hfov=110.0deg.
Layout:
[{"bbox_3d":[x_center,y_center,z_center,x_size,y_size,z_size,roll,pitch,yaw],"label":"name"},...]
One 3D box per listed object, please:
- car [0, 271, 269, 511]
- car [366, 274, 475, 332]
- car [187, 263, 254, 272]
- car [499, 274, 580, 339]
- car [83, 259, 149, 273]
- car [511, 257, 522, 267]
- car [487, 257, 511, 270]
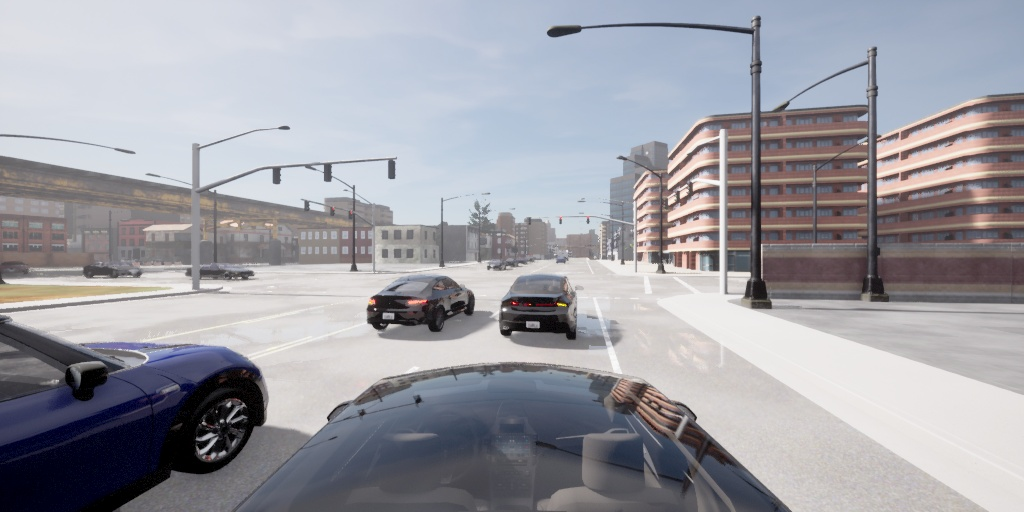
[{"bbox_3d":[-3.858,1.102,2.072,2.097,1.767,4.553,0,0,6],"label":"car"},{"bbox_3d":[-2.531,1.276,10.848,1.812,1.442,4.674,0,0,11],"label":"car"},{"bbox_3d":[-24.883,1.297,30.548,5.357,1.411,2.033,0,0,10],"label":"car"},{"bbox_3d":[0.914,1.255,10.206,1.837,1.490,4.892,0,0,11],"label":"car"},{"bbox_3d":[-36.255,1.241,32.577,4.902,1.511,2.128,0,0,11],"label":"car"},{"bbox_3d":[-0.198,0.957,57.261,1.882,1.535,5.008,0,1,11],"label":"car"},{"bbox_3d":[-2.002,1.106,47.985,2.128,1.511,4.902,0,1,11],"label":"car"}]
